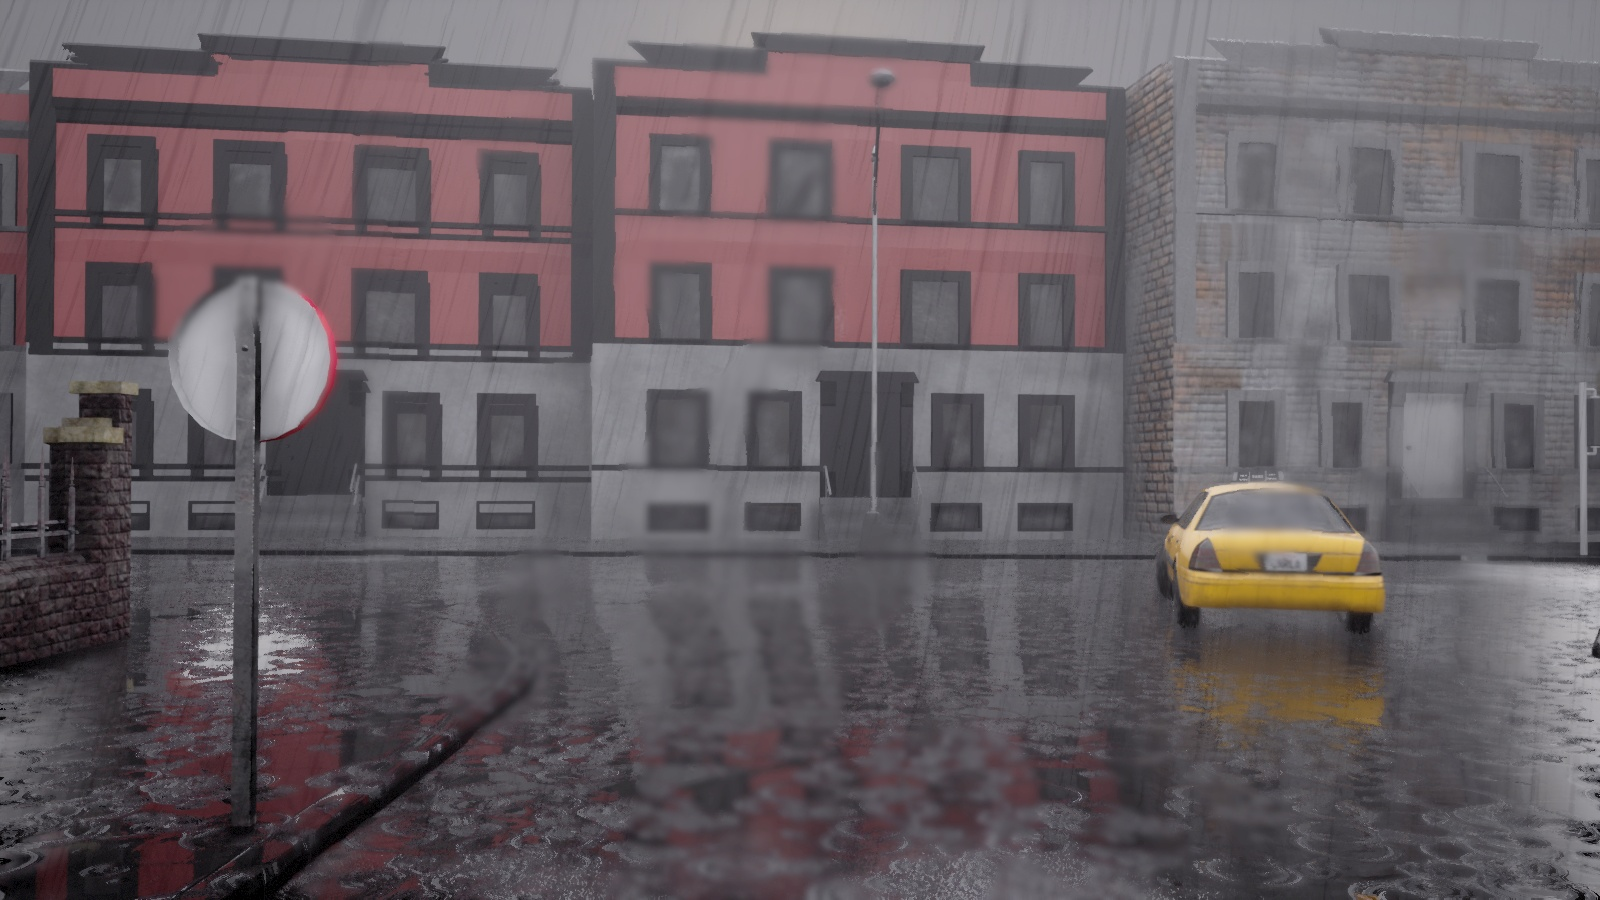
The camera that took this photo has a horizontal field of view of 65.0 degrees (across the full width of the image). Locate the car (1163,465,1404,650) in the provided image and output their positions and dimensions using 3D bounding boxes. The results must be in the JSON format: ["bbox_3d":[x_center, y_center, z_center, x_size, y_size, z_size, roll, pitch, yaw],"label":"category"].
[{"bbox_3d":[4.923,0.960,13.498,1.801,1.575,5.366,0,-1,14],"label":"car"}]
